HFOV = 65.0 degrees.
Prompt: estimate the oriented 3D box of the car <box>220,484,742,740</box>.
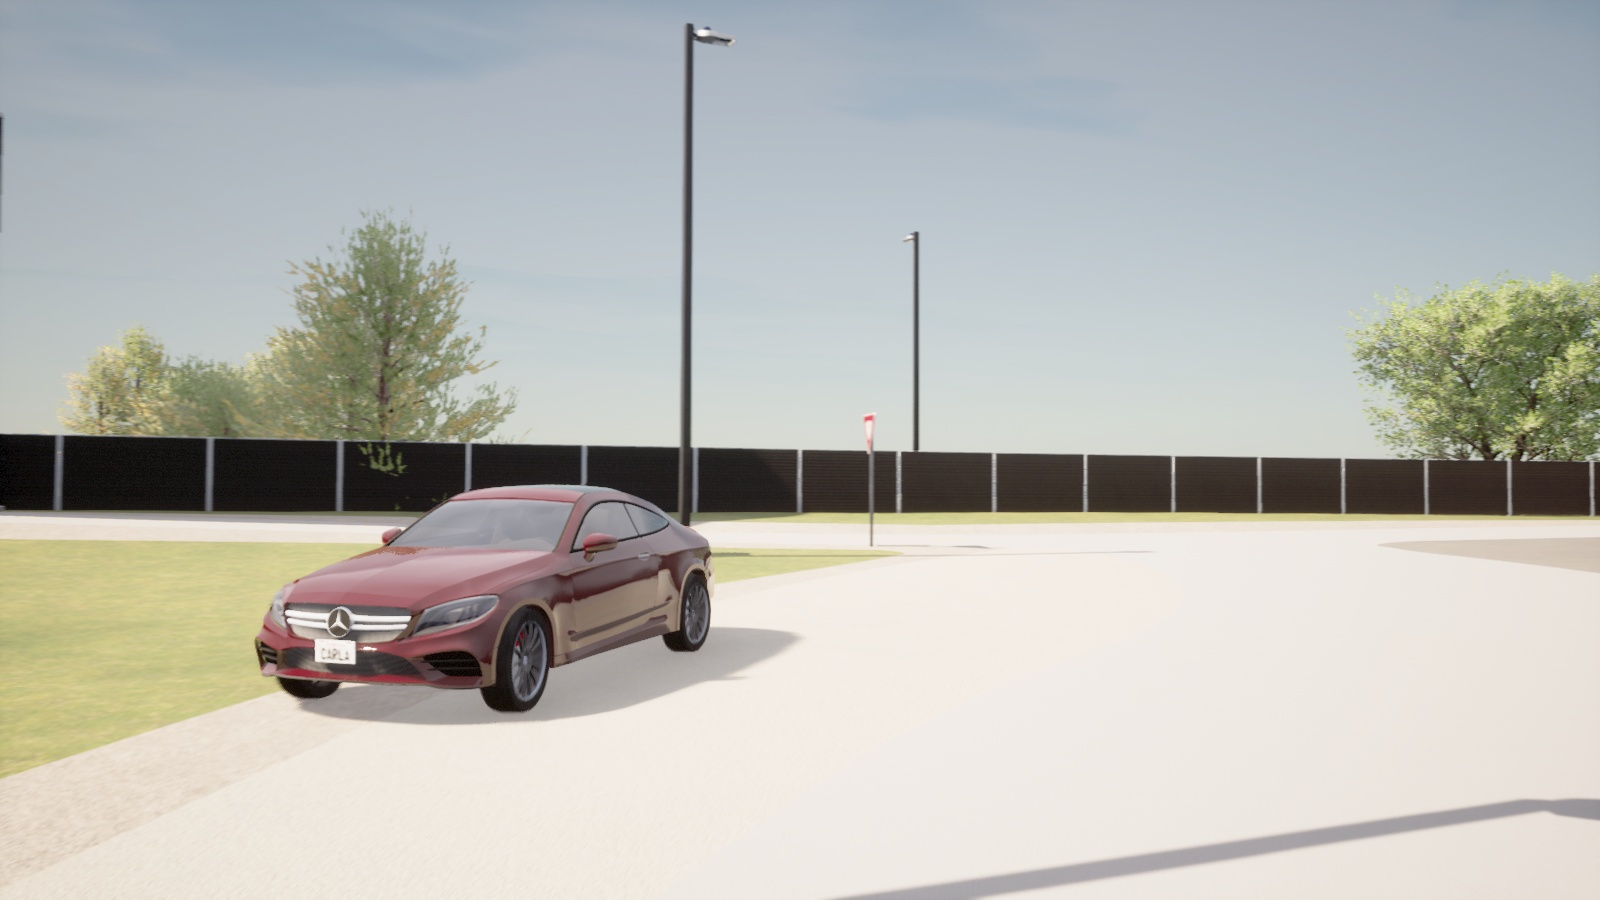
[{"bbox_3d":[-2.138,1.033,9.996,1.812,1.442,4.674,0,-1,18],"label":"car"}]
